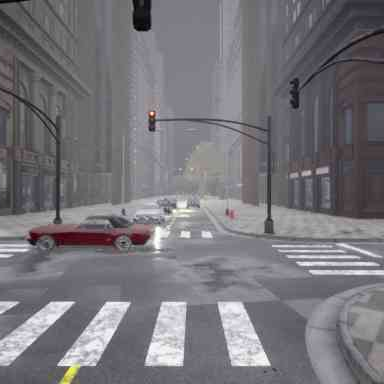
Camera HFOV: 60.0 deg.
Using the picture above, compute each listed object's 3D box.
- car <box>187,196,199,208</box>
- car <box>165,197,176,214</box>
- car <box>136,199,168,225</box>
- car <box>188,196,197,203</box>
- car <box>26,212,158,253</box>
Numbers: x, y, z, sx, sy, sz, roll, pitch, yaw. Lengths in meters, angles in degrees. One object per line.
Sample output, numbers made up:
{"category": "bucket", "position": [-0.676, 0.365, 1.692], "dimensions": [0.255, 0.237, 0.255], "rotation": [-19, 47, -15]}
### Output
{"category": "car", "position": [0.161, 1.566, 48.520], "dimensions": [2.033, 1.411, 5.357], "rotation": [0, 0, 0]}
{"category": "car", "position": [-3.059, 1.552, 34.959], "dimensions": [2.033, 1.411, 5.357], "rotation": [0, 0, 0]}
{"category": "car", "position": [-3.070, 1.526, 24.549], "dimensions": [1.812, 1.442, 4.674], "rotation": [0, 0, 0]}
{"category": "car", "position": [0.184, 1.573, 69.813], "dimensions": [1.812, 1.442, 4.674], "rotation": [0, 0, 0]}
{"category": "car", "position": [-3.894, 1.598, 13.205], "dimensions": [4.718, 1.301, 1.895], "rotation": [0, 0, 0]}
